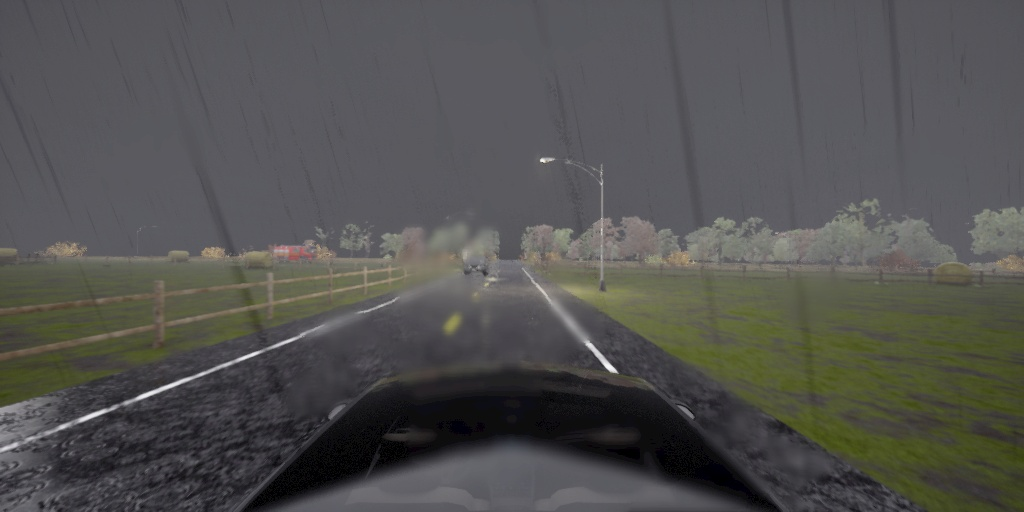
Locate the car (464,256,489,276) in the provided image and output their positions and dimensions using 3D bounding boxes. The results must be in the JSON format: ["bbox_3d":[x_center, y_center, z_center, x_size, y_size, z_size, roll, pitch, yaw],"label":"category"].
[{"bbox_3d":[-3.592,0.994,37.282,2.150,2.045,5.566,0,0,0],"label":"car"}]
